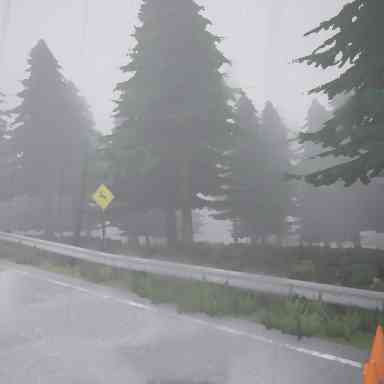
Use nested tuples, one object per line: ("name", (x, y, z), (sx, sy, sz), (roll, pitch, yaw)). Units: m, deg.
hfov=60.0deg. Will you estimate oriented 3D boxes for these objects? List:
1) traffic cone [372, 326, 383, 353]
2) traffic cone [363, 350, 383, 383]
("traffic cone", (2.324, 1.957, 4.114), (0.340, 0.580, 0.340), (0, 0, 34))
("traffic cone", (1.779, 1.956, 3.279), (0.340, 0.580, 0.340), (0, 0, 34))
